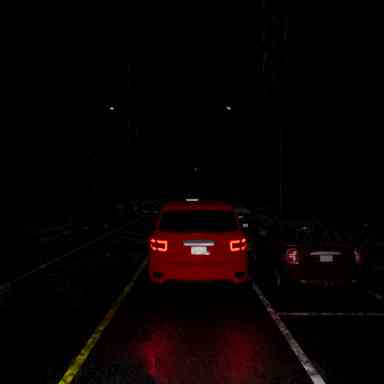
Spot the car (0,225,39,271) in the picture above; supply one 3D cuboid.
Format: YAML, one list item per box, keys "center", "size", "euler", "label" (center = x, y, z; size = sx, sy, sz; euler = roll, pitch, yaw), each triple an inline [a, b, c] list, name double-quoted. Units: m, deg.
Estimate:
- center: [-5.667, 1.582, 9.014]
  size: [1.802, 1.307, 4.206]
  euler: [0, 0, 0]
  label: "car"

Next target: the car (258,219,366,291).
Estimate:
- center: [2.858, 1.440, 9.009]
  size: [1.967, 1.590, 4.097]
  euler: [0, 0, 0]
  label: "car"

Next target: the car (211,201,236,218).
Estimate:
- center: [2.870, 1.569, 31.014]
  size: [1.947, 1.339, 4.313]
  euler: [0, 0, 0]
  label: "car"

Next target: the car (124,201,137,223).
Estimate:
- center: [-5.659, 1.584, 25.517]
  size: [1.802, 1.307, 4.206]
  euler: [0, 0, 0]
  label: "car"

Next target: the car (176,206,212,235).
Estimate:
- center: [0.109, 1.602, 19.863]
  size: [1.895, 1.301, 4.718]
  euler: [0, 0, 0]
  label: "car"

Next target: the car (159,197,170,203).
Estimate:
- center: [-5.602, 1.626, 68.122]
  size: [1.802, 1.307, 4.206]
  euler: [0, 0, 0]
  label: "car"

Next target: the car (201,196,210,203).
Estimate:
- center: [2.935, 1.580, 73.684]
  size: [1.752, 1.417, 4.829]
  euler: [0, 0, 0]
  label: "car"

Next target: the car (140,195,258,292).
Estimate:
- center: [0.108, 1.221, 9.093]
  size: [2.150, 2.045, 5.566]
  euler: [0, 0, -1]
  label: "car"

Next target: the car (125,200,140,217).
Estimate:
- center: [-5.656, 1.444, 31.019]
  size: [1.967, 1.590, 4.097]
  euler: [0, 0, 0]
  label: "car"

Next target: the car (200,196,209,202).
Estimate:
- center: [2.948, 1.617, 78.922]
  size: [2.008, 1.369, 4.403]
  euler: [0, 0, 0]
  label: "car"

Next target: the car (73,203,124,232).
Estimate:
- center: [-5.661, 1.567, 20.016]
  size: [1.947, 1.339, 4.313]
  euler: [0, 0, 0]
  label: "car"

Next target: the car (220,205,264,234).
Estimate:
- center: [2.864, 1.552, 20.012]
  size: [2.008, 1.369, 4.403]
  euler: [0, 0, 0]
  label: "car"

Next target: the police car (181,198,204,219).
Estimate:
- center: [0.015, 1.428, 30.127]
  size: [1.930, 1.638, 5.238]
  euler: [0, 0, 0]
  label: "police car"
